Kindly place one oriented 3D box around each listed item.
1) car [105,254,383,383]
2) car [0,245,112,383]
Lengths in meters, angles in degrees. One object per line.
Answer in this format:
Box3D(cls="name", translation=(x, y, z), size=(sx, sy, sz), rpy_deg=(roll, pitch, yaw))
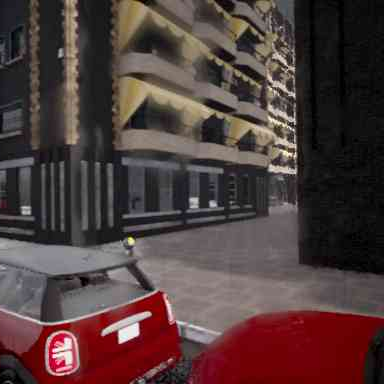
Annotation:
Box3D(cls="car", translation=(2.187, 1.315, 1.336), size=(5.009, 1.841, 2.192), rpy_deg=(0, -1, 36))
Box3D(cls="car", translation=(-2.216, 1.441, 4.475), size=(4.097, 1.590, 1.967), rpy_deg=(0, -1, 36))
